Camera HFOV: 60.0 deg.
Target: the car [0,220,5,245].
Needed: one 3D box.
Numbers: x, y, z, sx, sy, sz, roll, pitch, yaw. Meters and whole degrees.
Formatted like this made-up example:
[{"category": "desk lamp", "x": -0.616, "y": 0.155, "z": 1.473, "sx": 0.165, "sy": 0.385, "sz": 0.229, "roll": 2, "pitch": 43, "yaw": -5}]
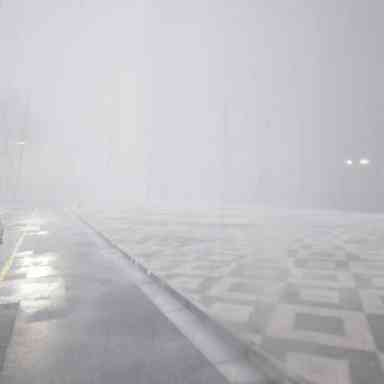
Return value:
[{"category": "car", "x": -8.291, "y": 1.544, "z": 12.544, "sx": 2.033, "sy": 1.411, "sz": 5.357, "roll": -1, "pitch": 1, "yaw": -24}]
